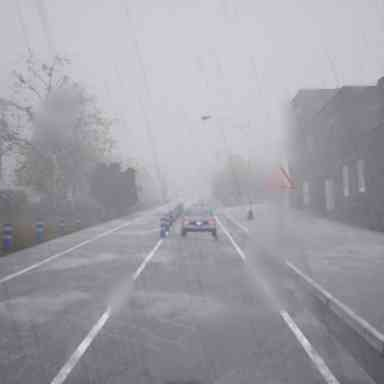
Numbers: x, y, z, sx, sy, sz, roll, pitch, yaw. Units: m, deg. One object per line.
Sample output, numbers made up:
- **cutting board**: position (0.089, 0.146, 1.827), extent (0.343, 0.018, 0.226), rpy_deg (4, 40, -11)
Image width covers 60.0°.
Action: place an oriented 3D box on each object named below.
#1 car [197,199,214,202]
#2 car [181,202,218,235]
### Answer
- **car**: position (1.573, 1.437, 37.251), extent (2.033, 1.411, 5.357), rpy_deg (-1, 1, 15)
- **car**: position (0.375, 1.511, 18.463), extent (2.033, 1.411, 5.357), rpy_deg (0, 1, 1)
